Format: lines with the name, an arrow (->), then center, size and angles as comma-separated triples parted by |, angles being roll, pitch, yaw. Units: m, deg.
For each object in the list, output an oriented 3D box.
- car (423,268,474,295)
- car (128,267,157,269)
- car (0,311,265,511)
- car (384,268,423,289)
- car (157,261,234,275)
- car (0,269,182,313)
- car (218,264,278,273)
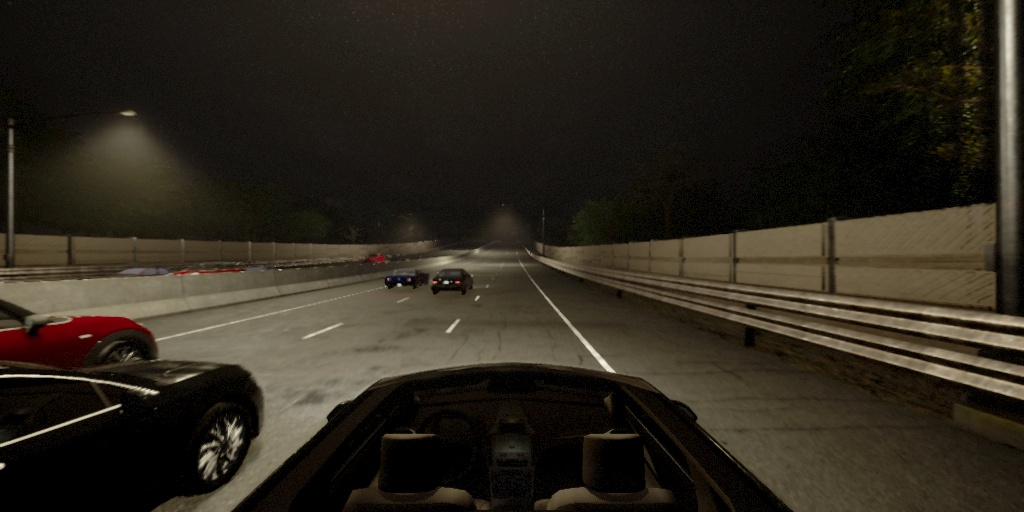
car -> -3.399, 1.431, 21.074 | 2.033, 1.411, 5.357 | 0, 0, 0
car -> -24.593, 1.431, 24.029 | 2.033, 1.411, 5.357 | 0, 0, 0
car -> -3.417, 1.257, 1.643 | 1.837, 1.490, 4.892 | 0, 0, 0
car -> -6.897, 1.482, 24.191 | 1.895, 1.301, 4.718 | 0, 0, 0
car -> -21.090, 1.233, 24.783 | 2.097, 1.767, 4.553 | 0, 0, 0
car -> -6.910, 1.126, 4.035 | 2.097, 1.767, 4.553 | 0, -1, 0
car -> -17.591, 1.444, 24.953 | 1.994, 1.385, 4.181 | 0, 0, 0
